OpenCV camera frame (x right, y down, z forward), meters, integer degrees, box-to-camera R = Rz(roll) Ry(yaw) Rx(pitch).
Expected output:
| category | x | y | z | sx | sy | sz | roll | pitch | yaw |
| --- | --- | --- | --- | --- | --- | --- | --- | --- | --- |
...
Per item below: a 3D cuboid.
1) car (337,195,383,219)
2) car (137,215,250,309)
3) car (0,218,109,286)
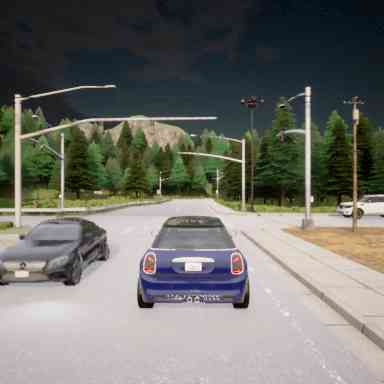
| category | x | y | z | sx | sy | sz | roll | pitch | yaw |
| --- | --- | --- | --- | --- | --- | --- | --- | --- | --- |
| car | 15.541 | 1.249 | 28.654 | 5.566 | 2.045 | 2.150 | 0 | 0 | 1 |
| car | 0.042 | 1.349 | 8.050 | 2.097 | 1.767 | 4.553 | 0 | 0 | 0 |
| car | -3.647 | 1.505 | 9.428 | 1.812 | 1.442 | 4.674 | 0 | 0 | -1 |
